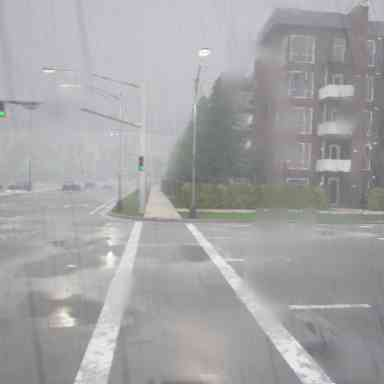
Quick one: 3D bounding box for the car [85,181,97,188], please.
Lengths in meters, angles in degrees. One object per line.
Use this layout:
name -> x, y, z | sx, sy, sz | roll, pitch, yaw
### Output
car -> -20.883, -1.519, 68.803 | 1.837, 1.490, 4.892 | 1, 2, -7

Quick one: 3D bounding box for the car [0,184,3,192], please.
car -> -25.950, -0.686, 42.314 | 1.882, 1.535, 5.008 | 1, 2, -6

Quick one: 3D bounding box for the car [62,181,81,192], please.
car -> -18.902, -1.021, 52.427 | 2.097, 1.767, 4.553 | 1, 2, -7

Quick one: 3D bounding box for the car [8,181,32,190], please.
car -> -27.092, -1.022, 52.666 | 2.033, 1.411, 5.357 | 1, 2, -6

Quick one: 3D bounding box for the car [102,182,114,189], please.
car -> -17.456, -1.375, 69.616 | 1.895, 1.301, 4.718 | 1, 2, -7
